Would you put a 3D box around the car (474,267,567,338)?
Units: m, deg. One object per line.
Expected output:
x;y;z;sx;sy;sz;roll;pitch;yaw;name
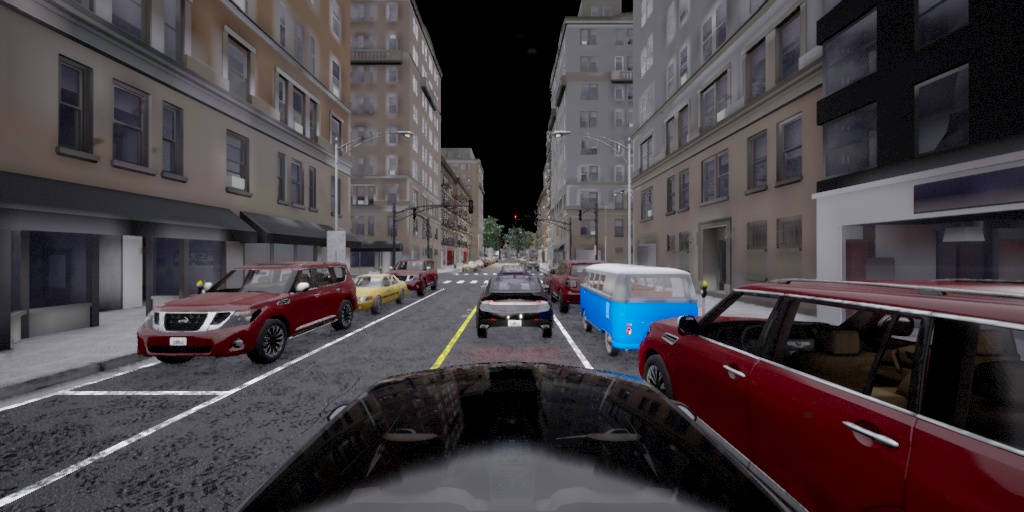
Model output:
0.075;1.241;10.178;2.128;1.511;4.902;0;0;0;car

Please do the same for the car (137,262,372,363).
-5.397;1.064;8.310;2.192;1.841;5.009;0;0;0;car

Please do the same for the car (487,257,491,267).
-5.392;1.061;63.119;2.192;1.841;5.009;0;0;0;car

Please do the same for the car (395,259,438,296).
-5.396;1.063;19.666;2.192;1.841;5.009;0;0;0;car

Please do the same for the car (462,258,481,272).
-5.403;1.272;46.504;1.751;1.417;4.829;0;0;0;car

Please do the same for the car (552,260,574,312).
2.641;1.064;13.984;2.192;1.841;5.009;0;0;0;car

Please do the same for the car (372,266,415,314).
-5.397;1.275;13.817;1.751;1.417;4.829;0;0;0;car

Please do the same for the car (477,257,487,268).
-5.396;1.272;57.467;1.751;1.417;4.829;0;0;0;car

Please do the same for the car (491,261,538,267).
0.074;1.240;20.229;2.128;1.511;4.902;0;0;-1;car

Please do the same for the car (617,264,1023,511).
2.637;1.065;2.626;2.192;1.841;5.009;0;0;0;car

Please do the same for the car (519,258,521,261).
2.654;1.297;57.635;2.007;1.370;4.403;0;0;0;car

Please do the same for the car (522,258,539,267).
2.651;1.297;46.671;2.007;1.370;4.403;0;0;0;car

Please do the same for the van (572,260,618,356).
2.639;1.091;8.305;1.690;1.789;3.998;0;0;0;van
